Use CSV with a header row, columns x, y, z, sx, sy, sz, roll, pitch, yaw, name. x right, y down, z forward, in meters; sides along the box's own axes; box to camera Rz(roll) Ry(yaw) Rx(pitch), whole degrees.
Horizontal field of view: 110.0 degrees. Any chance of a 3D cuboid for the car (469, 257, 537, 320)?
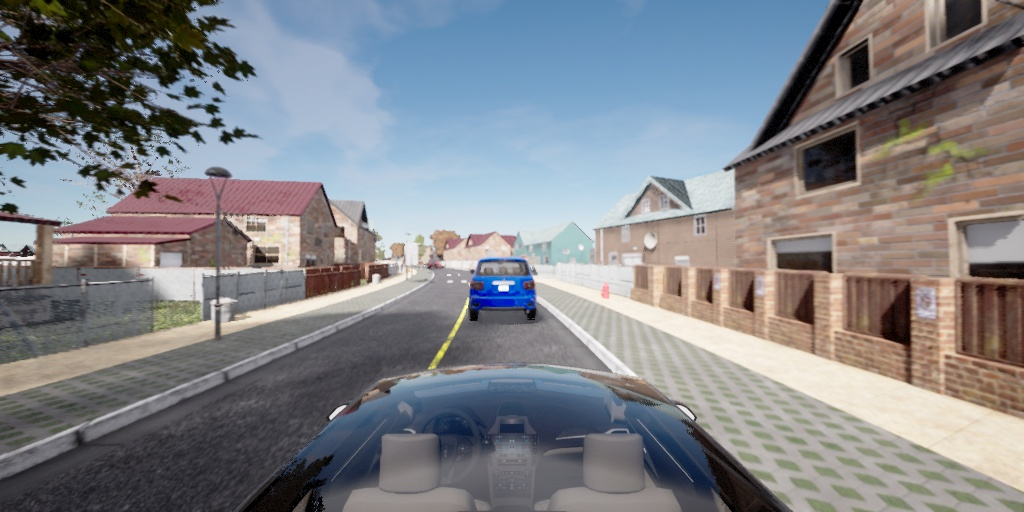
x,y,z,sx,sy,sz,roll,pitch,yaw,name
-0.383,1.060,13.182,2.150,2.045,5.566,0,0,-3,car
